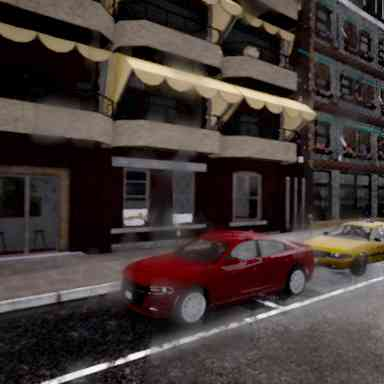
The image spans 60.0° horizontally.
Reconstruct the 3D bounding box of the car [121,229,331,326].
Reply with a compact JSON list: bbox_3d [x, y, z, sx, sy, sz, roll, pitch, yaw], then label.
[{"bbox_3d":[0.735,1.537,7.072,4.507,1.381,1.887,0,1,-36],"label":"car"}]

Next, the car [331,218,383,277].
[{"bbox_3d":[5.195,1.507,10.256,4.829,1.417,1.752,0,1,-36],"label":"car"}]
